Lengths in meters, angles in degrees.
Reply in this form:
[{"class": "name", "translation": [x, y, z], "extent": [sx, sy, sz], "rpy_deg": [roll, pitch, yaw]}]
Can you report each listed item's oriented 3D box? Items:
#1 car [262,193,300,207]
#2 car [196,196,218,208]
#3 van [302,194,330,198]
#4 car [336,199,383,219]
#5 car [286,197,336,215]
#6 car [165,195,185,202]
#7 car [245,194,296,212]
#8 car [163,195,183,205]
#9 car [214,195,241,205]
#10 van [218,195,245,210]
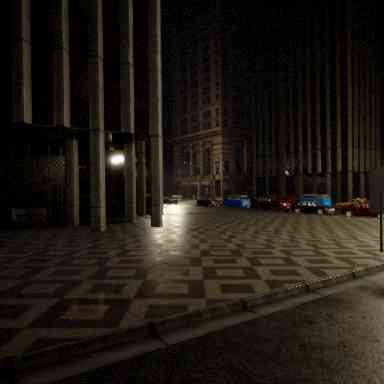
[{"class": "car", "translation": [12.579, 1.135, 47.315], "extent": [2.192, 1.841, 5.009], "rpy_deg": [-1, 1, -36]}, {"class": "car", "translation": [2.420, 1.375, 46.824], "extent": [1.967, 1.590, 4.097], "rpy_deg": [-1, 1, -36]}, {"class": "van", "translation": [15.808, 1.183, 42.832], "extent": [1.690, 1.788, 3.998], "rpy_deg": [-1, 1, -36]}, {"class": "car", "translation": [15.342, 1.570, 28.895], "extent": [1.887, 1.381, 4.507], "rpy_deg": [-1, 1, -36]}, {"class": "car", "translation": [12.111, 1.553, 33.377], "extent": [2.008, 1.369, 4.403], "rpy_deg": [-1, 1, -36]}, {"class": "car", "translation": [-3.560, 1.262, 69.736], "extent": [2.008, 1.369, 4.403], "rpy_deg": [-1, 1, -36]}, {"class": "car", "translation": [8.880, 1.294, 37.858], "extent": [2.192, 1.841, 5.009], "rpy_deg": [-1, 1, -36]}, {"class": "car", "translation": [-4.039, 1.442, 55.791], "extent": [2.008, 1.369, 4.403], "rpy_deg": [-1, 1, -36]}, {"class": "car", "translation": [6.025, 1.301, 56.423], "extent": [1.752, 1.417, 4.829], "rpy_deg": [-1, 1, -36]}, {"class": "van", "translation": [5.649, 1.298, 42.341], "extent": [1.690, 1.788, 3.998], "rpy_deg": [-1, 1, -36]}]
